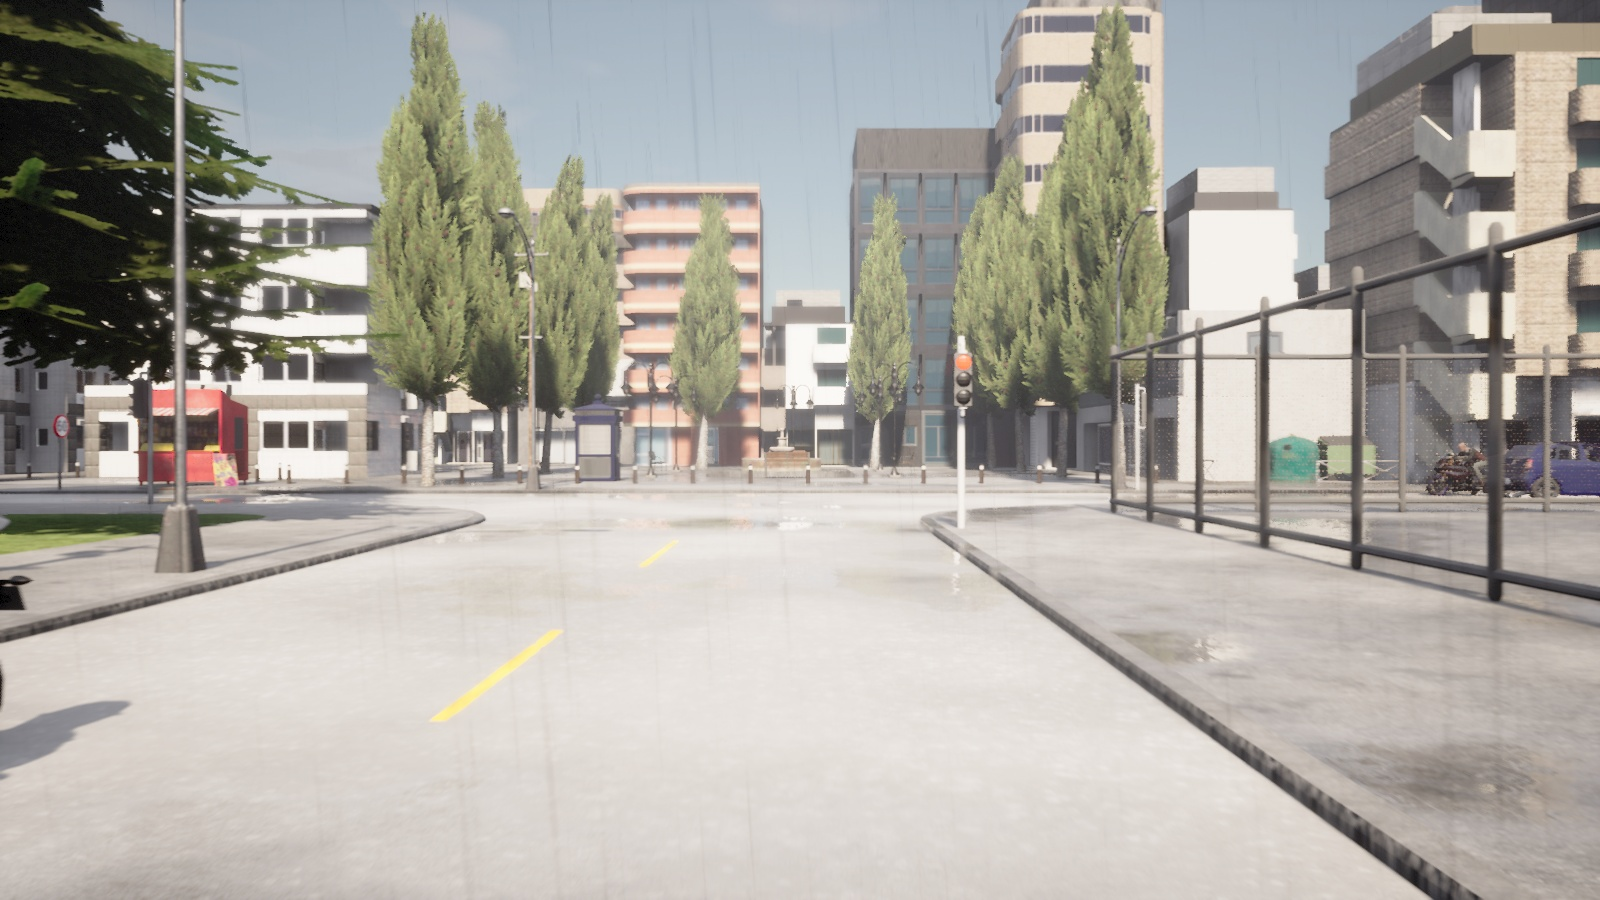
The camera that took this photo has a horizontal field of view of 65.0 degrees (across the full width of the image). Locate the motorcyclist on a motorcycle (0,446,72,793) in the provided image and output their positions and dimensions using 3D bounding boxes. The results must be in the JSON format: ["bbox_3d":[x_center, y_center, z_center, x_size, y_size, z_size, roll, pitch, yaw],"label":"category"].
[{"bbox_3d":[-3.958,0.750,4.972,0.866,1.530,2.191,0,0,0],"label":"motorcyclist on a motorcycle"}]

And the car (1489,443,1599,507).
[{"bbox_3d":[19.189,0.601,30.722,3.633,1.501,1.845,0,0,0],"label":"car"}]

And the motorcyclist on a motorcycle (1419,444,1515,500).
[{"bbox_3d":[18.435,0.601,34.724,2.191,1.530,0.866,0,0,0],"label":"motorcyclist on a motorcycle"}]
